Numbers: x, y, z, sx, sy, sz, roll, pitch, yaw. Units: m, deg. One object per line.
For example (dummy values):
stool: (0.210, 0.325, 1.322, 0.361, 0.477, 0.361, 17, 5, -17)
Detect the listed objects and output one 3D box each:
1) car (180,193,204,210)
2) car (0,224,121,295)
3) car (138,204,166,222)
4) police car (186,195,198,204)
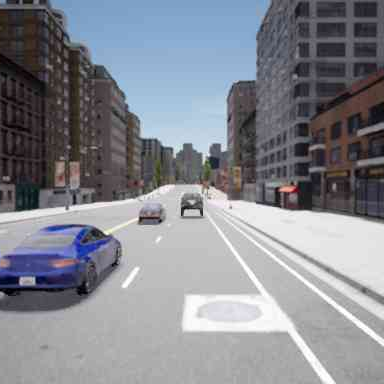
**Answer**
car: (0.002, 1.056, 31.677, 2.150, 2.045, 5.566, 0, 0, 0)
car: (-3.150, 1.552, 8.671, 1.812, 1.442, 4.674, 0, 0, 0)
car: (-3.151, 1.641, 27.011, 2.033, 1.411, 5.357, 0, 0, 0)
police car: (0.003, 1.430, 63.682, 2.038, 1.542, 4.974, 0, 0, 0)
